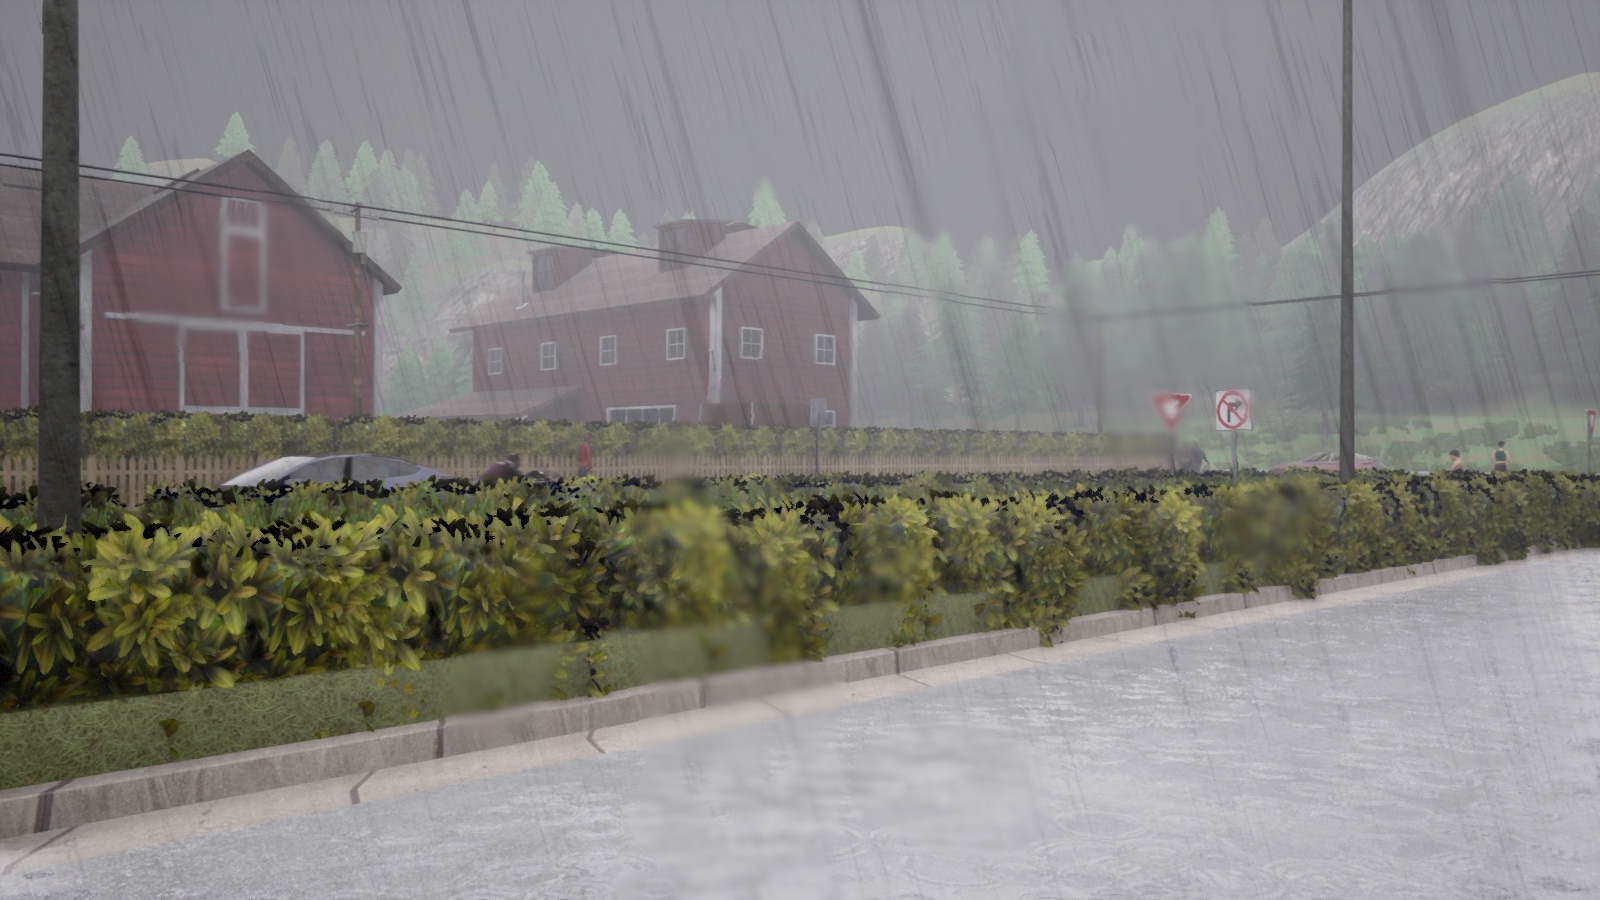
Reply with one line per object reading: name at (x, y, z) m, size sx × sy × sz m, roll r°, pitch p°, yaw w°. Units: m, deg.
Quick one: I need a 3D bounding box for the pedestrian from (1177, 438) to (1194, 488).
pedestrian at (14.339, 0.493, 46.700) m, size 0.634 × 1.846 × 0.331 m, roll 0°, pitch 0°, yaw -43°

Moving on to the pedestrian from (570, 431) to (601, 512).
pedestrian at (-4.949, 0.485, 28.984) m, size 0.636 × 1.846 × 0.331 m, roll 0°, pitch 0°, yaw -45°

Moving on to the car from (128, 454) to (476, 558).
car at (-7.989, 0.814, 20.459) m, size 4.792 × 1.488 × 2.163 m, roll 0°, pitch 0°, yaw -44°

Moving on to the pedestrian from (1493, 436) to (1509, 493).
pedestrian at (22.644, 0.460, 40.584) m, size 0.345 × 1.836 × 0.594 m, roll 0°, pitch 0°, yaw 39°

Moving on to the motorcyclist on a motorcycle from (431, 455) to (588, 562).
motorcyclist on a motorcycle at (-4.389, 0.838, 19.084) m, size 2.191 × 1.530 × 0.866 m, roll 0°, pitch 0°, yaw -44°

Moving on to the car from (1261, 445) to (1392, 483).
car at (23.720, 0.623, 56.689) m, size 2.152 × 1.651 × 5.027 m, roll 0°, pitch 0°, yaw -44°

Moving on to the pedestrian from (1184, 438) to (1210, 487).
pedestrian at (15.418, 0.496, 48.735) m, size 0.849 × 1.883 × 0.563 m, roll 0°, pitch 0°, yaw -37°
